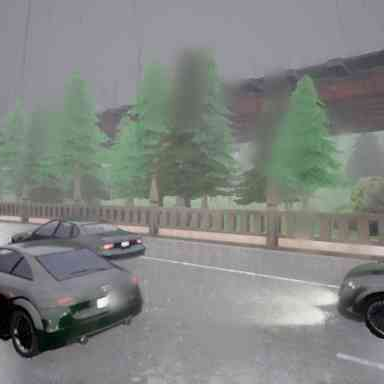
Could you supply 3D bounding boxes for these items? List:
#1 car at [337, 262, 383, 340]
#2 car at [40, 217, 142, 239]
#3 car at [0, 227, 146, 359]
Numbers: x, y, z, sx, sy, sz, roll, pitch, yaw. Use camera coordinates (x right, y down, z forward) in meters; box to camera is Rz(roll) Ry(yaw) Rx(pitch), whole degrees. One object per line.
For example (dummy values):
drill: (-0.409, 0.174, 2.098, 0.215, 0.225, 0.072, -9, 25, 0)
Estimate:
car: (4.521, 1.562, 5.063, 4.181, 1.385, 1.994, 0, 0, 36)
car: (-3.981, 1.566, 11.156, 5.357, 1.411, 2.033, 0, 0, 36)
car: (-2.882, 1.575, 6.058, 4.181, 1.385, 1.994, 0, 0, 36)
